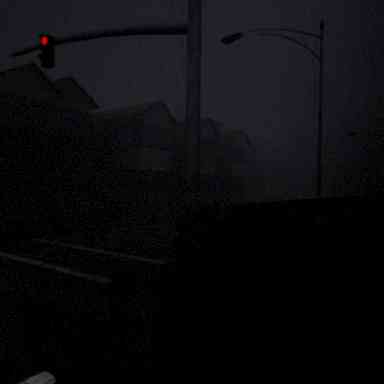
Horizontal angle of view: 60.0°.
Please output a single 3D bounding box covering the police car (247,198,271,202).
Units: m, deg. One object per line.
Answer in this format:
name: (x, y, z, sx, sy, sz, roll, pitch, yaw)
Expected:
police car: (6.145, 1.348, 30.354, 1.930, 1.638, 5.238, 1, 1, 35)
